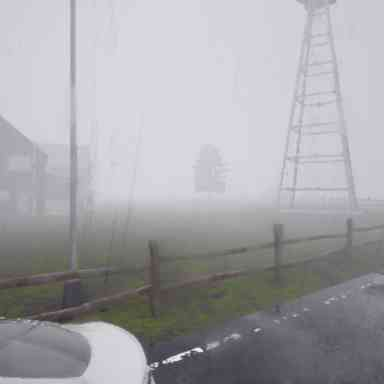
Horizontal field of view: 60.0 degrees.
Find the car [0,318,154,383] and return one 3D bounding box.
[{"bbox_3d":[-2.319,1.534,1.530,4.674,1.442,1.812,0,0,-36],"label":"car"}]
